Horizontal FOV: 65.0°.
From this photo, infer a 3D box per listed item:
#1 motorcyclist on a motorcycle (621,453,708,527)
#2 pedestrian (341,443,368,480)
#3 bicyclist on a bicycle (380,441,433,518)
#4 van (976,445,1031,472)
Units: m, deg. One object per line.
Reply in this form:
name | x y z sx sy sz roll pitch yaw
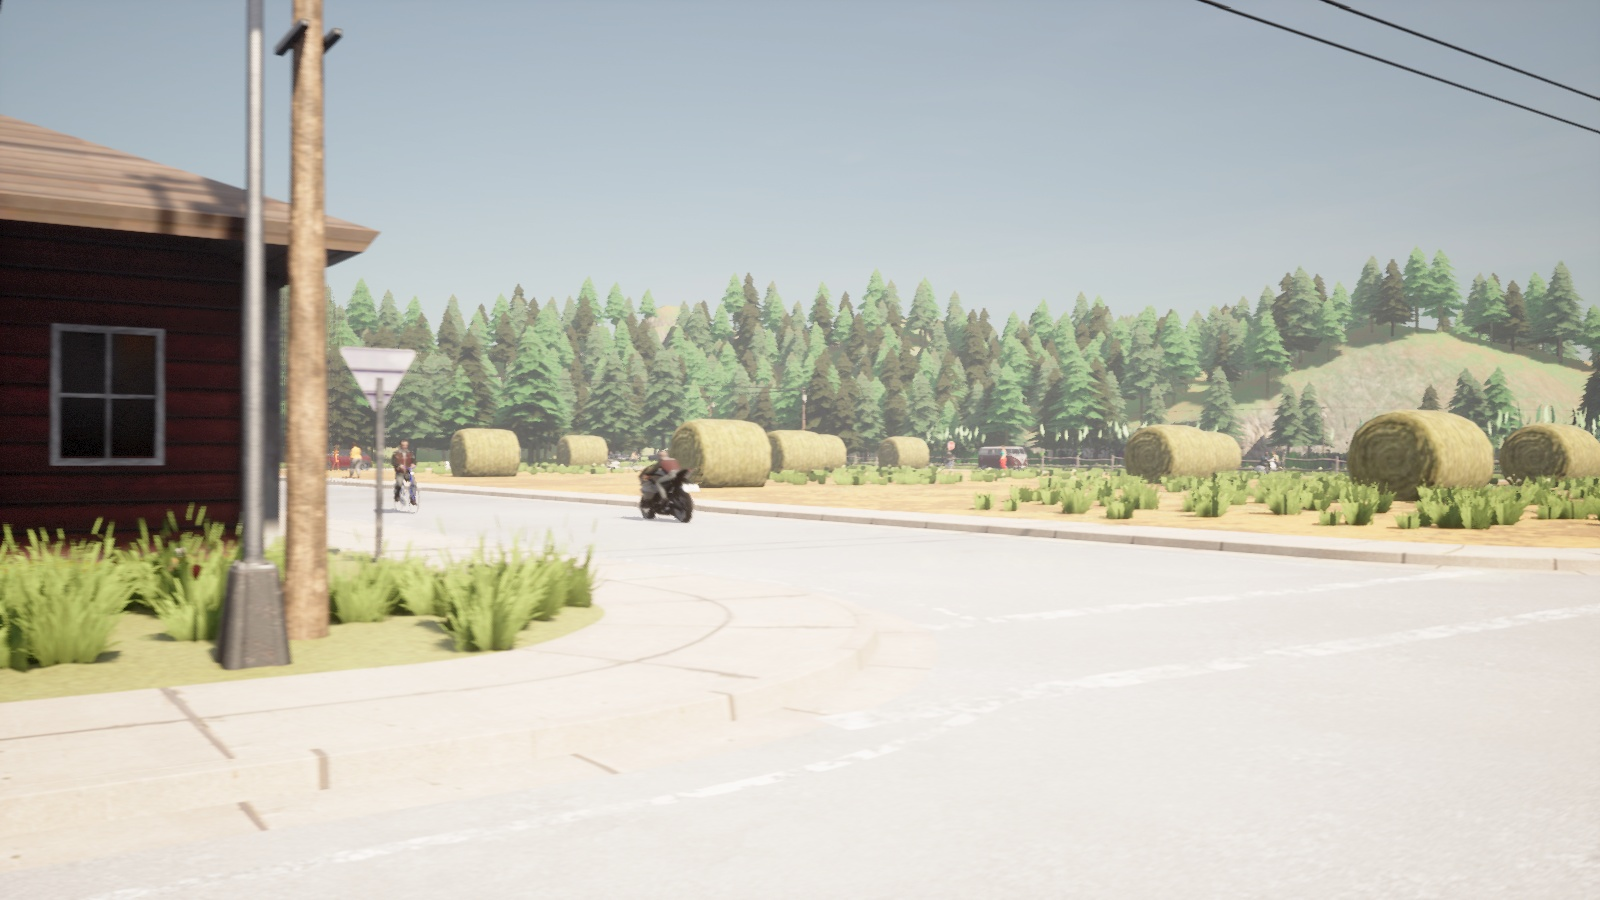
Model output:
motorcyclist on a motorcycle | -2.920 0.821 26.837 0.866 1.530 2.191 0 0 -36
pedestrian | -22.160 0.562 62.439 0.900 1.855 0.874 0 0 35
bicyclist on a bicycle | -9.334 0.679 29.763 0.659 1.776 1.843 0 0 -36
van | 15.788 0.649 97.556 1.775 1.987 4.442 0 0 -32
